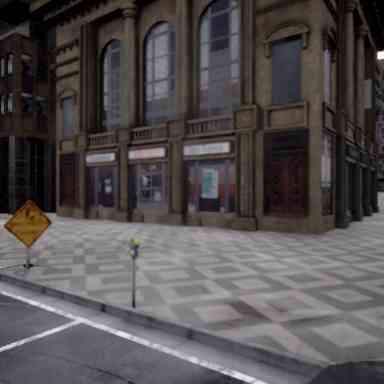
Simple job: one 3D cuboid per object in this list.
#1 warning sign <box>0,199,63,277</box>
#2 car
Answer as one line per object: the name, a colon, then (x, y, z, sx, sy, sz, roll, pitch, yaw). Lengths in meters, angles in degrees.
warning sign: (-4.371, 1.136, 8.916, 1.060, 1.860, 1.300, 0, 0, 35)
car: (2.484, 1.547, 1.303, 4.403, 1.369, 2.008, 0, 0, 35)
